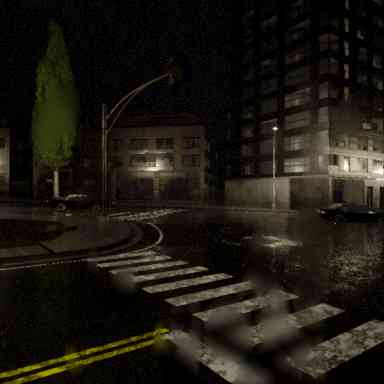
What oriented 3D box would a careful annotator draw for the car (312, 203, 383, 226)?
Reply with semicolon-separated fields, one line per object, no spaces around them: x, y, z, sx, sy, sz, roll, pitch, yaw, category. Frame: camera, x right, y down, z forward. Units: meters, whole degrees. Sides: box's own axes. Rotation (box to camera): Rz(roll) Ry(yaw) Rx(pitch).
11.349;1.522;23.360;5.357;1.411;2.033;3;3;-2;car

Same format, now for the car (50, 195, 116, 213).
-8.407;0.894;25.814;4.718;1.301;1.895;1;0;11;car
